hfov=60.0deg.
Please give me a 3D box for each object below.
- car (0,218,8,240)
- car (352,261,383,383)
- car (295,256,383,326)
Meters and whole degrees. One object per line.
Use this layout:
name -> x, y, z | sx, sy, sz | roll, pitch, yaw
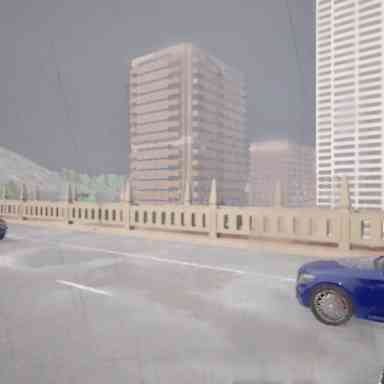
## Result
car -> -10.554, 1.527, 15.815 | 4.674, 1.442, 1.812 | 0, 0, 35
car -> 3.561, 1.505, 1.452 | 4.892, 1.490, 1.837 | 0, 0, 35
car -> 4.090, 1.525, 5.373 | 4.674, 1.442, 1.812 | 0, 0, 35
